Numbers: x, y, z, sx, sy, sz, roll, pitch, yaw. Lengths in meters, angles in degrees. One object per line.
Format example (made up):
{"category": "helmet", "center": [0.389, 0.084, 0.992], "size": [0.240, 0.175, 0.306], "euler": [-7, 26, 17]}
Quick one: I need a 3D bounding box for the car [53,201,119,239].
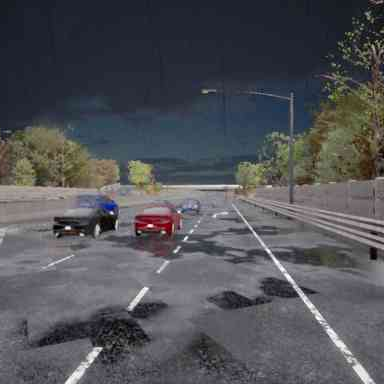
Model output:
{"category": "car", "center": [-5.342, 1.477, 17.423], "size": [1.882, 1.535, 5.008], "euler": [0, 0, 5]}

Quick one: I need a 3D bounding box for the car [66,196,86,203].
{"category": "car", "center": [-24.979, 1.591, 71.923], "size": [2.033, 1.411, 5.357], "euler": [0, 0, 5]}

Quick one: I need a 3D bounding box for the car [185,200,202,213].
{"category": "car", "center": [0.012, 1.551, 37.189], "size": [2.033, 1.411, 5.357], "euler": [0, 0, 5]}

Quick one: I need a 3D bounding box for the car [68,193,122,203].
{"category": "car", "center": [-7.903, 1.224, 27.692], "size": [2.150, 2.045, 5.566], "euler": [0, 0, 5]}

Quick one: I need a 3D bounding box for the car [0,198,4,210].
{"category": "car", "center": [-24.622, 1.494, 39.040], "size": [2.128, 1.511, 4.902], "euler": [0, 0, 5]}

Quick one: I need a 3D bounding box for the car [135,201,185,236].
{"category": "car", "center": [-1.742, 1.477, 18.335], "size": [1.882, 1.535, 5.008], "euler": [0, 0, 5]}

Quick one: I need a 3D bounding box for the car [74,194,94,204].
{"category": "car", "center": [-21.877, 1.397, 67.479], "size": [2.097, 1.767, 4.553], "euler": [0, 0, 5]}

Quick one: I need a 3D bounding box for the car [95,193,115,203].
{"category": "car", "center": [-18.166, 1.272, 69.586], "size": [2.150, 2.045, 5.566], "euler": [0, 0, 5]}
